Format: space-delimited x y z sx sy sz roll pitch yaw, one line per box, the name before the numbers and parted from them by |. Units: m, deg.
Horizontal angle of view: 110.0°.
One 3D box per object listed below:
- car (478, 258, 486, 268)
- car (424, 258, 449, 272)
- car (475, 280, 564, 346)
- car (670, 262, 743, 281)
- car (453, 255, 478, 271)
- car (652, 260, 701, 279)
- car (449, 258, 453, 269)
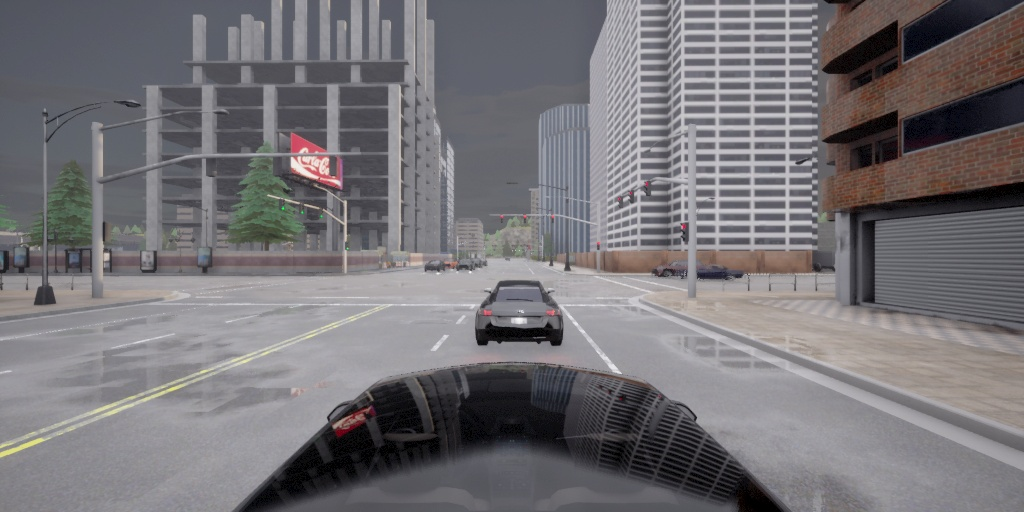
car | -6.056 1.102 59.031 2.097 1.767 4.553 0 0 1
car | -9.811 1.228 45.995 1.882 1.535 5.008 0 0 1
car | 0.194 1.314 9.452 1.994 1.385 4.181 0 0 1
car | 15.718 1.351 28.855 4.718 1.301 1.895 0 0 1
car | -6.253 1.102 48.848 2.097 1.767 4.553 0 0 1
car | 15.078 1.102 32.365 4.553 1.767 2.097 0 0 1
car | -9.640 1.102 55.026 2.097 1.767 4.553 0 0 1
